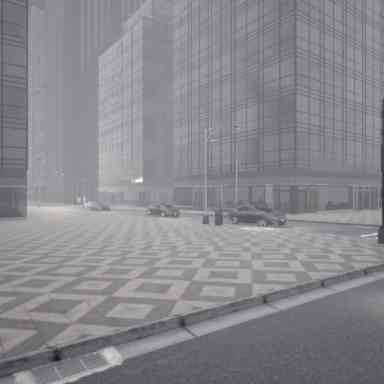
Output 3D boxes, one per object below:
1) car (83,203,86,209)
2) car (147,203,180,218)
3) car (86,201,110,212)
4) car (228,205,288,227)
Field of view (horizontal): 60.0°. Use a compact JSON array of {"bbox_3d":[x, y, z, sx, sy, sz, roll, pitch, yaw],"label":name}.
[{"bbox_3d":[-19.182,2.476,63.100,1.812,1.442,4.674,0,-1,-36],"label":"car"},{"bbox_3d":[-3.101,1.948,35.496,1.837,1.490,4.892,0,1,-36],"label":"car"},{"bbox_3d":[-14.010,2.321,50.692,1.994,1.385,4.181,0,-1,-36],"label":"car"},{"bbox_3d":[4.772,1.749,24.637,1.837,1.490,4.892,0,-1,-36],"label":"car"}]
